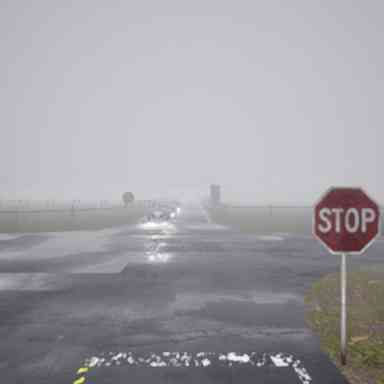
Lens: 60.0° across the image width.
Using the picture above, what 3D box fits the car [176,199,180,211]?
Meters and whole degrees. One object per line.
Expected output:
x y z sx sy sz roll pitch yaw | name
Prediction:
-2.824 1.694 40.070 2.033 1.411 5.357 0 0 0 | car

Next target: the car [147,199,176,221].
-2.781 1.608 28.776 2.128 1.511 4.902 0 0 -1 | car
